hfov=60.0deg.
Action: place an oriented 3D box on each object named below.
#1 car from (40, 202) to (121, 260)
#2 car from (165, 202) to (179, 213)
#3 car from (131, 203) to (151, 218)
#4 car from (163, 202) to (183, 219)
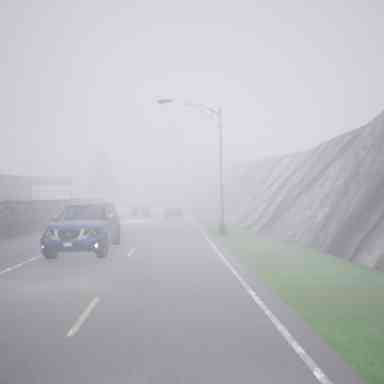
[{"bbox_3d":[-4.374,1.464,14.037,2.150,2.045,5.566,-1,-1,-3],"label":"car"},{"bbox_3d":[-2.830,2.176,47.269,1.812,1.442,4.674,-1,-1,-5],"label":"car"},{"bbox_3d":[-5.692,2.061,37.598,2.128,1.511,4.902,-1,-1,-3],"label":"car"},{"bbox_3d":[-1.973,2.006,35.143,1.812,1.442,4.674,-1,-1,-3],"label":"car"}]
